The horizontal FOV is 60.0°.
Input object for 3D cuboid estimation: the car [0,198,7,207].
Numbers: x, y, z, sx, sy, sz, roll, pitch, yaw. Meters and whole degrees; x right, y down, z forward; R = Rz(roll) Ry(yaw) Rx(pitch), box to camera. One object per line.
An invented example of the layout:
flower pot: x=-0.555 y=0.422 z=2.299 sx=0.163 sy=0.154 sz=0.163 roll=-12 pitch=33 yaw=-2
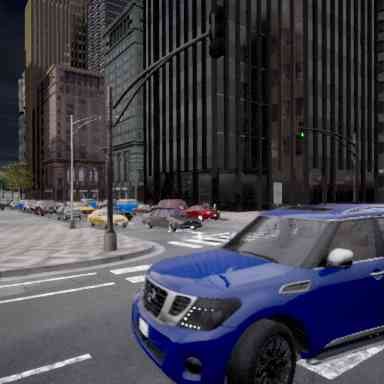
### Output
car: x=-41.307 y=2.669 z=73.665 sx=1.887 sy=1.381 sz=4.507 roll=-1 pitch=0 yaw=-35

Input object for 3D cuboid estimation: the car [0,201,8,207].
car: x=-44.425 y=2.773 z=78.045 sx=1.802 sy=1.307 sz=4.206 roll=-1 pitch=0 yaw=-35

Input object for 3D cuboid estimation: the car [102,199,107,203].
car: x=-11.174 y=1.877 z=46.087 sx=2.192 sy=1.841 sz=5.009 roll=-1 pitch=0 yaw=-35

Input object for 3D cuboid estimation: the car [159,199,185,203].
car: x=-2.336 y=1.670 z=33.646 sx=2.192 sy=1.841 sz=5.009 roll=-1 pitch=0 yaw=-35

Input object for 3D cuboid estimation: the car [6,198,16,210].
car: x=-31.950 y=2.356 z=60.524 sx=1.967 sy=1.590 sz=4.097 roll=-1 pitch=0 yaw=-35

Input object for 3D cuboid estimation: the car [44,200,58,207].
car: x=-31.750 y=2.598 z=74.942 sx=1.947 sy=1.339 sz=4.313 roll=-1 pitch=0 yaw=-35

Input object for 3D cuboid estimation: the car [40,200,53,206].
car: x=-34.768 y=2.663 z=79.181 sx=1.947 sy=1.339 sz=4.313 roll=-1 pitch=0 yaw=-35

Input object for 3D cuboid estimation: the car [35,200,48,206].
car: x=-37.786 y=2.713 z=83.418 sx=2.008 sy=1.369 sz=4.403 roll=-1 pitch=0 yaw=-35

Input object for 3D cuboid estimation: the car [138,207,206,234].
car: x=-1.528 y=1.795 z=22.414 sx=2.033 sy=1.411 sz=5.357 roll=0 pitch=-1 yaw=-36

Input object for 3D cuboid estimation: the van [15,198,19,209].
van: x=-26.181 y=2.125 z=52.419 sx=1.690 sy=1.788 sz=3.998 roll=-1 pitch=0 yaw=-35

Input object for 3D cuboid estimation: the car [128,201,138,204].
car: x=-5.276 y=2.006 z=37.793 sx=1.802 sy=1.307 sz=4.206 roll=-1 pitch=0 yaw=-35

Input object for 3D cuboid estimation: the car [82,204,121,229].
car: x=-6.239 y=1.844 z=24.422 sx=1.752 sy=1.417 sz=4.829 roll=-1 pitch=0 yaw=-35

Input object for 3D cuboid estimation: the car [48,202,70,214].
car: x=-18.598 y=2.174 z=46.462 sx=1.812 sy=1.442 sz=4.674 roll=0 pitch=-1 yaw=-35

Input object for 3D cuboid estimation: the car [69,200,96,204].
car: x=-12.753 y=1.990 z=38.192 sx=1.882 sy=1.535 sz=5.008 roll=0 pitch=-1 yaw=-35

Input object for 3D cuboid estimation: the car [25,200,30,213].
car: x=-20.508 y=2.198 z=44.459 sx=1.887 sy=1.381 sz=4.507 roll=-1 pitch=0 yaw=-35

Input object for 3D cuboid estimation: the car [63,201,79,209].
car: x=-22.697 y=2.409 z=62.230 sx=1.802 sy=1.307 sz=4.206 roll=-1 pitch=0 yaw=-35

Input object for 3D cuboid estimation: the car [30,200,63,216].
car: x=-17.679 y=1.902 z=40.480 sx=2.192 sy=1.841 sz=5.009 roll=-1 pitch=0 yaw=-35

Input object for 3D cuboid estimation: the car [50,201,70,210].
car: x=-23.051 y=2.343 z=57.981 sx=2.033 sy=1.411 sz=5.357 roll=0 pitch=-1 yaw=-35

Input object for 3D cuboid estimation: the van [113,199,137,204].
van: x=-8.228 y=1.834 z=41.940 sx=1.690 sy=1.788 sz=3.998 roll=-1 pitch=0 yaw=-35

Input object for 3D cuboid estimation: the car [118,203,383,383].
car: x=1.938 y=1.222 z=5.054 sx=5.566 sy=2.045 sz=2.150 roll=0 pitch=-1 yaw=-25

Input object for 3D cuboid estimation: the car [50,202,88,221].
car: x=-12.005 y=2.005 z=32.520 sx=2.008 sy=1.369 sz=4.403 roll=-1 pitch=0 yaw=-35

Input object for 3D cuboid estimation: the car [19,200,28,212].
car: x=-23.344 y=2.158 z=48.439 sx=1.967 sy=1.590 sz=4.097 roll=-1 pitch=0 yaw=-35
